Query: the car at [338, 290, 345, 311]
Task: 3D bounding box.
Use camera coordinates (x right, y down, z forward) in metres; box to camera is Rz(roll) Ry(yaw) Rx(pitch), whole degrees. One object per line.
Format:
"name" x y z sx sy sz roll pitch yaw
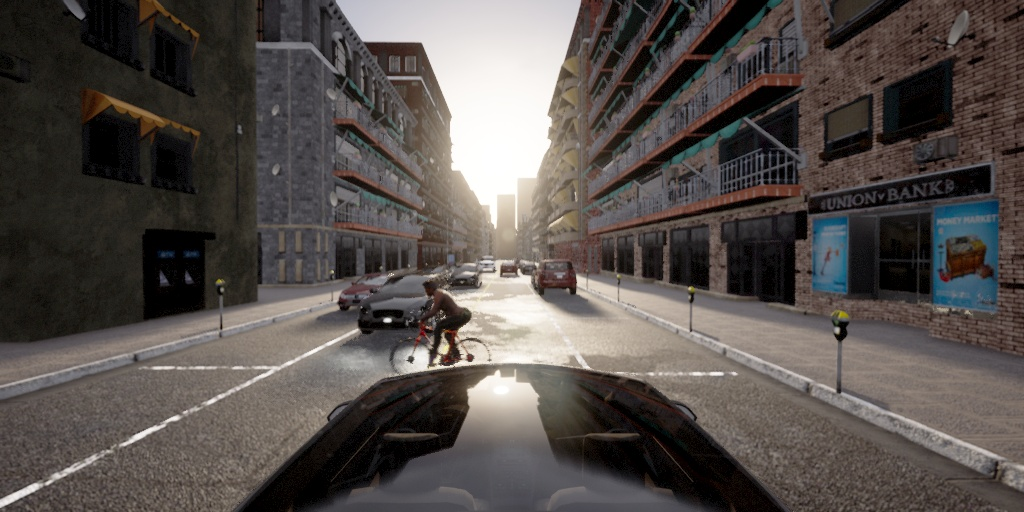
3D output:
"car" -5.454 1.362 14.611 1.802 1.307 4.207 0 0 -1

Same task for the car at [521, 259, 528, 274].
"car" 2.066 1.418 42.643 1.948 1.339 4.313 0 0 -1

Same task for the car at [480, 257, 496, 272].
"car" -3.395 1.093 49.678 2.150 2.045 5.566 0 0 -1

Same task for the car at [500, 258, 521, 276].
"car" -0.344 1.322 39.803 1.882 1.535 5.008 0 0 -1

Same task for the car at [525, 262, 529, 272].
"car" 2.265 1.357 25.651 2.007 1.370 4.403 0 0 -1

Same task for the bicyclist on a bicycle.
"bicyclist on a bicycle" -1.162 1.212 5.837 1.656 1.620 0.582 0 0 -1

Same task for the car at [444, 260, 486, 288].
"car" -3.079 1.303 24.405 1.837 1.490 4.892 0 2 0

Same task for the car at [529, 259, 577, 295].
"car" 2.331 1.107 19.987 2.192 1.841 5.009 0 0 -1

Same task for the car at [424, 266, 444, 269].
"car" -5.586 1.374 25.912 1.948 1.339 4.313 0 0 -1

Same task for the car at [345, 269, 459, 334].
"car" -2.943 1.277 10.825 1.837 1.490 4.892 0 -1 -1
